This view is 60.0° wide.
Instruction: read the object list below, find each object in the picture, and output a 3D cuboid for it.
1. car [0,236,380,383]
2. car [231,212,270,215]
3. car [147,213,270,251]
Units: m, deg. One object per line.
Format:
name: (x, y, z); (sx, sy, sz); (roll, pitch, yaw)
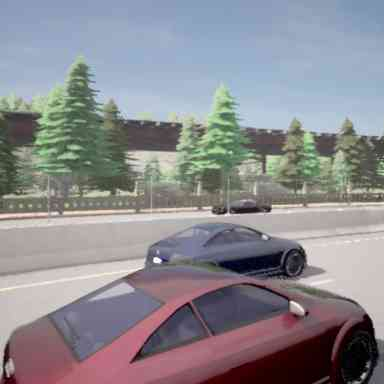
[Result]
car: (0.232, 1.516, 3.736); (4.181, 1.385, 1.994); (-1, 1, -34)
car: (3.869, 1.268, 26.100); (4.718, 1.301, 1.895); (0, 1, -25)
car: (0.945, 1.457, 8.342); (4.181, 1.385, 1.994); (-1, 1, -32)
